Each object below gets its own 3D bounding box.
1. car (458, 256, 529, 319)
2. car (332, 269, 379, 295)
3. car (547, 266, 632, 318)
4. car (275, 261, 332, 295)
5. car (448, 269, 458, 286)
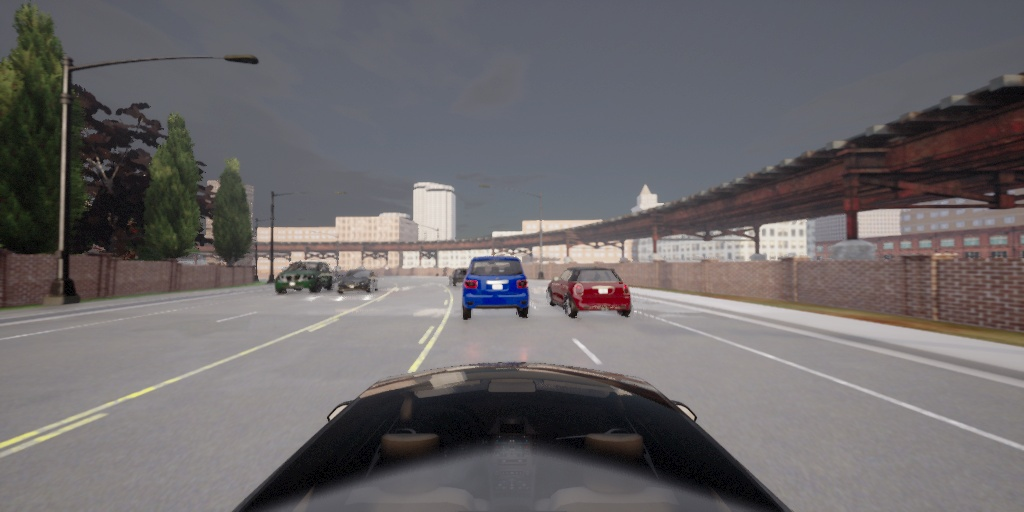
[{"bbox_3d":[-0.728,1.056,13.356,2.150,2.045,5.566,0,-1,-6],"label":"car"},{"bbox_3d":[-9.648,1.590,22.778,1.837,1.490,4.892,0,-2,-13],"label":"car"},{"bbox_3d":[2.715,1.181,13.634,2.097,1.767,4.553,0,-1,-6],"label":"car"},{"bbox_3d":[-13.335,1.350,23.393,2.150,2.045,5.566,0,-2,-14],"label":"car"},{"bbox_3d":[-4.472,1.857,31.395,1.837,1.490,4.892,0,-2,-16],"label":"car"}]
